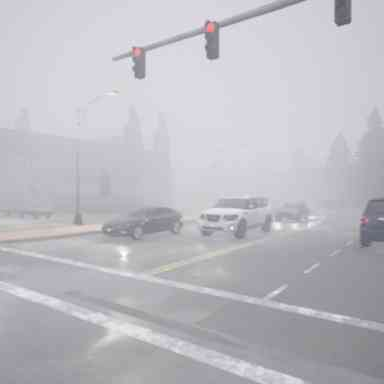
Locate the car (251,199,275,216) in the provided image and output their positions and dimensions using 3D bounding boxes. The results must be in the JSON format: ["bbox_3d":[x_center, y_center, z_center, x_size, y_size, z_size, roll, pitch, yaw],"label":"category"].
[{"bbox_3d":[7.257,1.481,33.709,1.812,1.442,4.674,0,0,18],"label":"car"}]

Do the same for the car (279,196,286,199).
[{"bbox_3d":[15.118,1.455,58.162,1.812,1.442,4.674,0,0,-14],"label":"car"}]

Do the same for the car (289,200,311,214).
[{"bbox_3d":[11.526,1.564,35.802,1.895,1.301,4.718,0,0,14],"label":"car"}]

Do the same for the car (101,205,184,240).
[{"bbox_3d":[-2.351,1.466,16.903,1.837,1.490,4.892,0,0,35],"label":"car"}]

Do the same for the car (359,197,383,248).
[{"bbox_3d":[8.573,1.219,13.957,2.150,2.045,5.566,0,0,37],"label":"car"}]

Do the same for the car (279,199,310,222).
[{"bbox_3d":[7.956,1.519,26.356,2.033,1.411,5.357,0,0,28],"label":"car"}]

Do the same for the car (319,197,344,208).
[{"bbox_3d":[19.955,1.440,47.853,1.882,1.535,5.008,0,0,-1],"label":"car"}]

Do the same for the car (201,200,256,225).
[{"bbox_3d":[2.839,1.452,24.638,2.128,1.511,4.902,0,0,32],"label":"car"}]

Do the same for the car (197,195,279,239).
[{"bbox_3d":[2.483,1.195,17.688,2.150,2.045,5.566,0,0,34],"label":"car"}]
